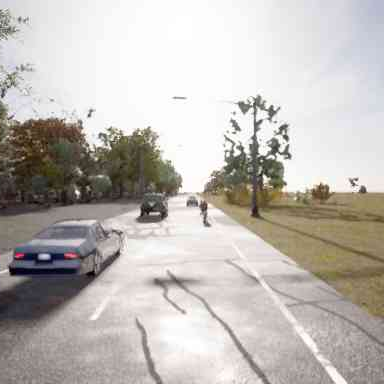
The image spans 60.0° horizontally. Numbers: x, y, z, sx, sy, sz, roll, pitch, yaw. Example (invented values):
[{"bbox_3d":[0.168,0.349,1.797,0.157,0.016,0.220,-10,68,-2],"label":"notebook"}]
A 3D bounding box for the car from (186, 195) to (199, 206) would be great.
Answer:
[{"bbox_3d":[0.050,1.463,53.597,2.033,1.411,5.357,0,0,1],"label":"car"}]

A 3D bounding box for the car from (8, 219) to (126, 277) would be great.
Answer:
[{"bbox_3d":[-3.407,1.531,10.158,2.033,1.411,5.357,0,0,0],"label":"car"}]

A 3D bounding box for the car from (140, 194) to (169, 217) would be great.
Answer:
[{"bbox_3d":[-3.401,1.172,30.765,2.150,2.045,5.566,0,0,0],"label":"car"}]

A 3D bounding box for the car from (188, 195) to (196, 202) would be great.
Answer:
[{"bbox_3d":[0.002,1.383,74.757,1.837,1.490,4.892,0,0,0],"label":"car"}]

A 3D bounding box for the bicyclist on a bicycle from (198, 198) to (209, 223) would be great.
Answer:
[{"bbox_3d":[0.965,1.413,24.422,0.582,1.620,1.656,0,0,0],"label":"bicyclist on a bicycle"}]
